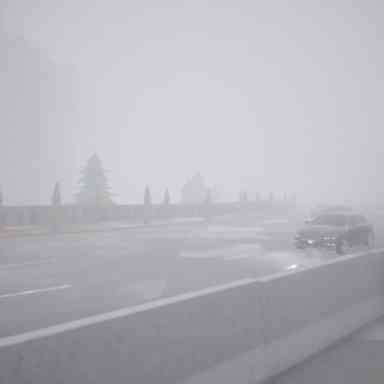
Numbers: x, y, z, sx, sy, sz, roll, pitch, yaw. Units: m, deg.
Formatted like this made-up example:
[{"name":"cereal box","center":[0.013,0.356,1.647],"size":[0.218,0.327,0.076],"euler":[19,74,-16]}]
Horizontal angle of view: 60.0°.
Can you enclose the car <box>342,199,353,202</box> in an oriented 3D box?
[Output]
[{"name":"car","center":[28.658,2.125,61.186],"size":[1.837,1.490,4.892],"euler":[0,0,14]}]

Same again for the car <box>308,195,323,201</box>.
[{"name":"car","center":[26.873,1.629,72.601],"size":[2.150,2.045,5.566],"euler":[0,-1,5]}]

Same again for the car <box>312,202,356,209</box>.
[{"name":"car","center":[10.499,1.721,24.010],"size":[1.837,1.490,4.892],"euler":[0,-1,39]}]

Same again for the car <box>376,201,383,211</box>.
[{"name":"car","center":[29.087,2.017,50.118],"size":[1.812,1.442,4.674],"euler":[0,-1,20]}]

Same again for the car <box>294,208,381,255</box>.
[{"name":"car","center":[6.120,1.620,14.081],"size":[4.892,1.490,1.837],"euler":[1,-1,-45]}]

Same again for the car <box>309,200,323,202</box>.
[{"name":"car","center":[13.553,1.874,34.047],"size":[2.033,1.411,5.357],"euler":[0,-1,33]}]
